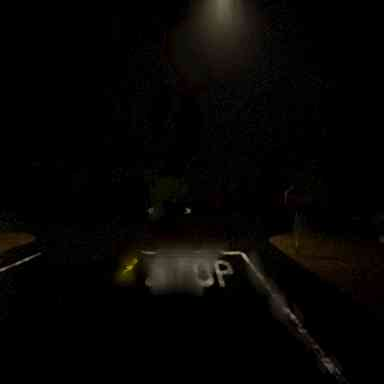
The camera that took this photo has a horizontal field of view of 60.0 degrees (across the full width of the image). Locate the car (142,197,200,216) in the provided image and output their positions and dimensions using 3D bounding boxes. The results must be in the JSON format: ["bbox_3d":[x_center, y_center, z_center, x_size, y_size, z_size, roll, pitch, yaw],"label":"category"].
[{"bbox_3d":[-1.783,1.204,28.602,5.008,1.535,1.882,0,1,-1],"label":"car"}]
